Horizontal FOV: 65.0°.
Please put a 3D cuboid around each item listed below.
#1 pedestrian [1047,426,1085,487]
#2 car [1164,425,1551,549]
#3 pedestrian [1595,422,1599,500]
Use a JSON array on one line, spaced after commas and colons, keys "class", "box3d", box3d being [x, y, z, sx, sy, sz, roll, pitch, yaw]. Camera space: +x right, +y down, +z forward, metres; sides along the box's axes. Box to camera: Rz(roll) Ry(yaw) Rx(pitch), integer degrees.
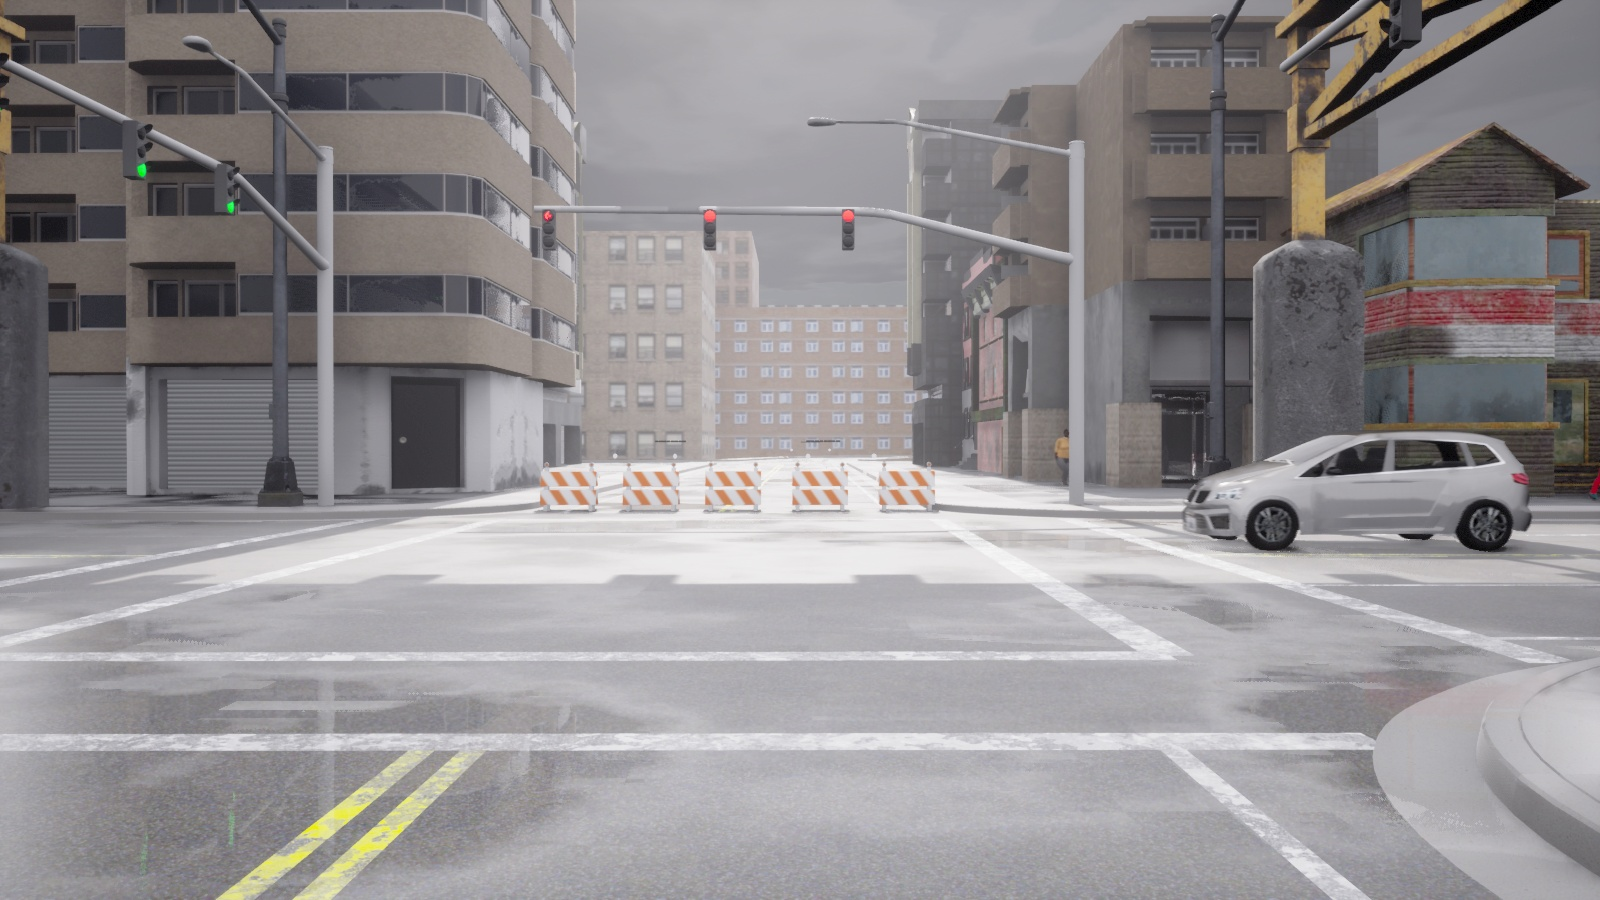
[{"class": "pedestrian", "box3d": [8.271, 0.198, 39.081, 0.874, 1.855, 0.900, 0, 0, -13]}, {"class": "car", "box3d": [7.924, 0.492, 18.233, 4.611, 1.667, 2.242, 0, 0, 0]}, {"class": "pedestrian", "box3d": [19.193, 0.258, 29.679, 0.594, 1.836, 0.345, 0, 0, 5]}]
